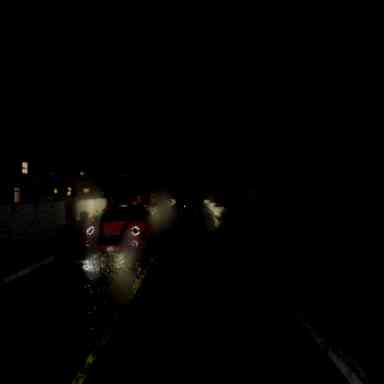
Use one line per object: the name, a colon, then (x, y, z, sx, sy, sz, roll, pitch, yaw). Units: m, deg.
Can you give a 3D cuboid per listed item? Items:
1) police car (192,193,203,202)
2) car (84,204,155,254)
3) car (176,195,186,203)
police car: (1.564, 1.388, 75.524, 1.930, 1.638, 5.238, 0, 0, 0)
car: (-2.746, 1.349, 13.488, 2.097, 1.767, 4.553, 0, 0, 1)
car: (-2.221, 1.442, 66.866, 1.882, 1.535, 5.008, 0, 0, 1)
